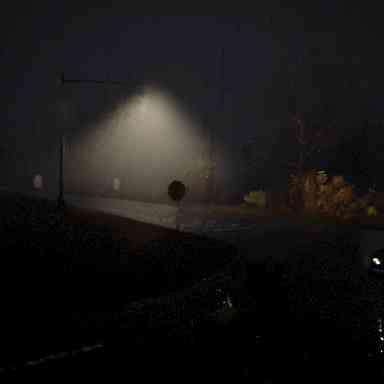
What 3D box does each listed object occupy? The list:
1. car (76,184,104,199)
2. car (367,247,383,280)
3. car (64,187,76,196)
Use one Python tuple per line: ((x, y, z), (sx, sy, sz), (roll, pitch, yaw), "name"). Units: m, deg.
((-14.709, -0.142, 48.682), (2.150, 2.045, 5.566), (1, 1, -34), "car")
((6.562, 1.461, 8.201), (5.357, 1.411, 2.033), (1, 1, -34), "car")
((-20.575, -0.189, 57.272), (1.882, 1.535, 5.008), (1, 1, -34), "car")
